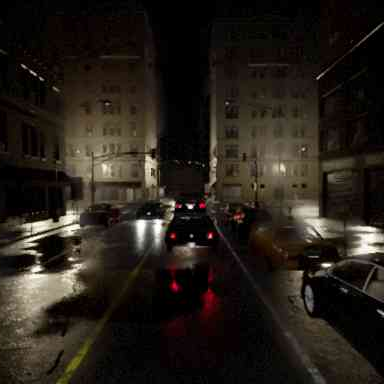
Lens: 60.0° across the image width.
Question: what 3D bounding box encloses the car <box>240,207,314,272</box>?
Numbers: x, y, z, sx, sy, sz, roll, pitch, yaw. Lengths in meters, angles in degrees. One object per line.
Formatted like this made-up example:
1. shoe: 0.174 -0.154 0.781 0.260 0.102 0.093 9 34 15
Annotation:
1. car: 2.822 1.407 10.224 1.752 1.417 4.829 -1 1 0

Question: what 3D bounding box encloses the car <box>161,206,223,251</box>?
1. car: -0.009 1.475 13.382 1.895 1.301 4.718 0 1 0

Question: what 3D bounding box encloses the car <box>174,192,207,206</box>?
1. car: -0.103 1.001 23.370 2.150 2.045 5.566 0 1 0

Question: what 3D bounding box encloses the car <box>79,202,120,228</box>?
1. car: -5.767 1.389 21.188 1.887 1.381 4.507 -1 1 0

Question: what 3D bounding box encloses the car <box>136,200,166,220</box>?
1. car: -3.112 1.343 25.939 1.994 1.385 4.181 0 0 0

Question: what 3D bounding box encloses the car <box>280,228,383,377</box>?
1. car: 2.846 1.486 4.469 2.008 1.369 4.403 -1 1 0

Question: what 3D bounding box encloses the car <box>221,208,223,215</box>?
1. car: 2.778 1.360 21.226 1.802 1.307 4.206 -1 1 0

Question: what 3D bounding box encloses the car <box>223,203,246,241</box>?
1. car: 2.801 1.397 15.640 1.947 1.339 4.313 -1 1 0
